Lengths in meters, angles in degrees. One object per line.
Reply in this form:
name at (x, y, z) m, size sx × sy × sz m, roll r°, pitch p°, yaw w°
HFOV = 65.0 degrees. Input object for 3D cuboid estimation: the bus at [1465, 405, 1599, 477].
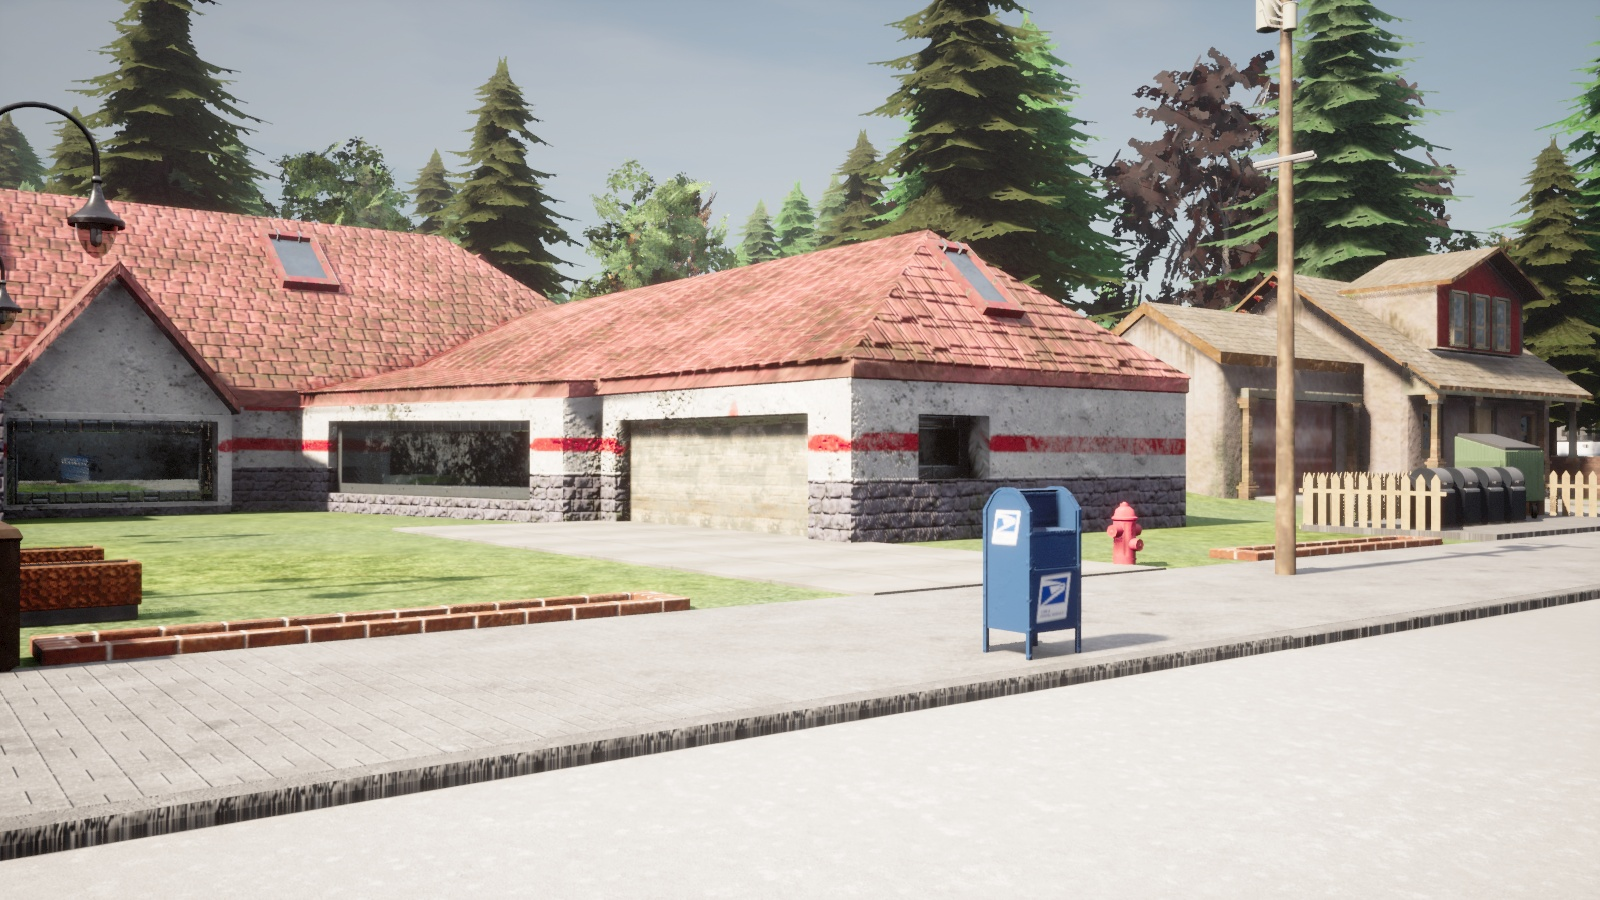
bus at (47.497, -0.542, 77.922) m, size 3.944 × 4.253 × 10.273 m, roll 0°, pitch 0°, yaw -37°
